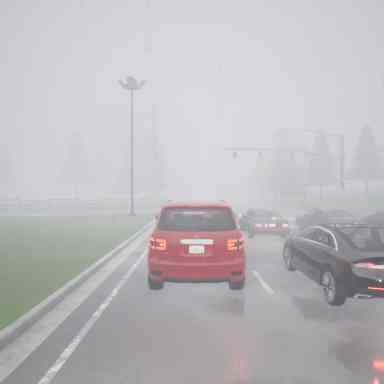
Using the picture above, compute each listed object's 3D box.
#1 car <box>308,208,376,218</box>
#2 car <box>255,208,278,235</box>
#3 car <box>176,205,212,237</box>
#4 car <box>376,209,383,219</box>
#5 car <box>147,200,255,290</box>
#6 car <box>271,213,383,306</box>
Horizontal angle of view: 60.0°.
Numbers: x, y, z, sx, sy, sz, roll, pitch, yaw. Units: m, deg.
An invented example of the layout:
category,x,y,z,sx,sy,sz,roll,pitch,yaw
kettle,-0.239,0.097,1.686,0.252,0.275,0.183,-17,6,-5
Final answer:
category,x,y,z,sx,sy,sz,roll,pitch,yaw
car,7.137,1.547,17.653,2.033,1.411,5.357,0,0,0
car,3.636,1.547,17.538,2.033,1.411,5.357,0,0,0
car,0.123,1.526,18.928,1.812,1.442,4.674,0,0,0
car,10.636,1.564,17.534,1.994,1.385,4.181,0,0,0
car,0.112,1.221,9.225,2.150,2.045,5.566,0,0,0
car,3.615,1.492,8.012,2.128,1.511,4.902,0,0,0
